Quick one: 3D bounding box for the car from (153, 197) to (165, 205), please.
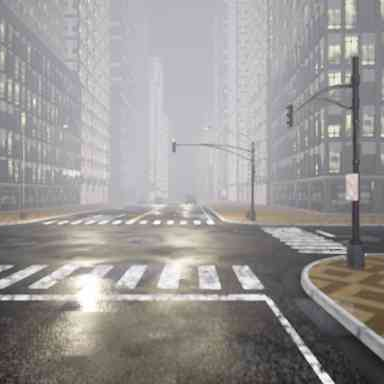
[{"bbox_3d":[-6.684,1.761,67.873,2.097,1.767,4.553,0,0,0],"label":"car"}]

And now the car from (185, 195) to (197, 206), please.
[{"bbox_3d":[-0.172,1.541,63.724,2.150,2.045,5.566,0,0,0],"label":"car"}]

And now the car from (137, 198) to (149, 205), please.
[{"bbox_3d":[-9.934,1.907,67.833,2.033,1.411,5.357,0,0,0],"label":"car"}]

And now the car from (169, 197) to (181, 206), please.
[{"bbox_3d":[-3.422,1.920,63.712,1.895,1.301,4.718,0,0,0],"label":"car"}]

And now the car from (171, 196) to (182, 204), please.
[{"bbox_3d":[-3.450,1.748,73.685,2.128,1.511,4.902,0,0,0],"label":"car"}]
